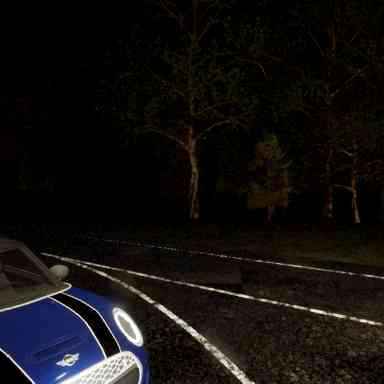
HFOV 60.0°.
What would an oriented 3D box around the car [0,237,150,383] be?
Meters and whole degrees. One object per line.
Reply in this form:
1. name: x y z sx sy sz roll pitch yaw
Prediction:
1. car: -2.634 1.338 3.757 4.553 1.767 2.097 1 0 35
